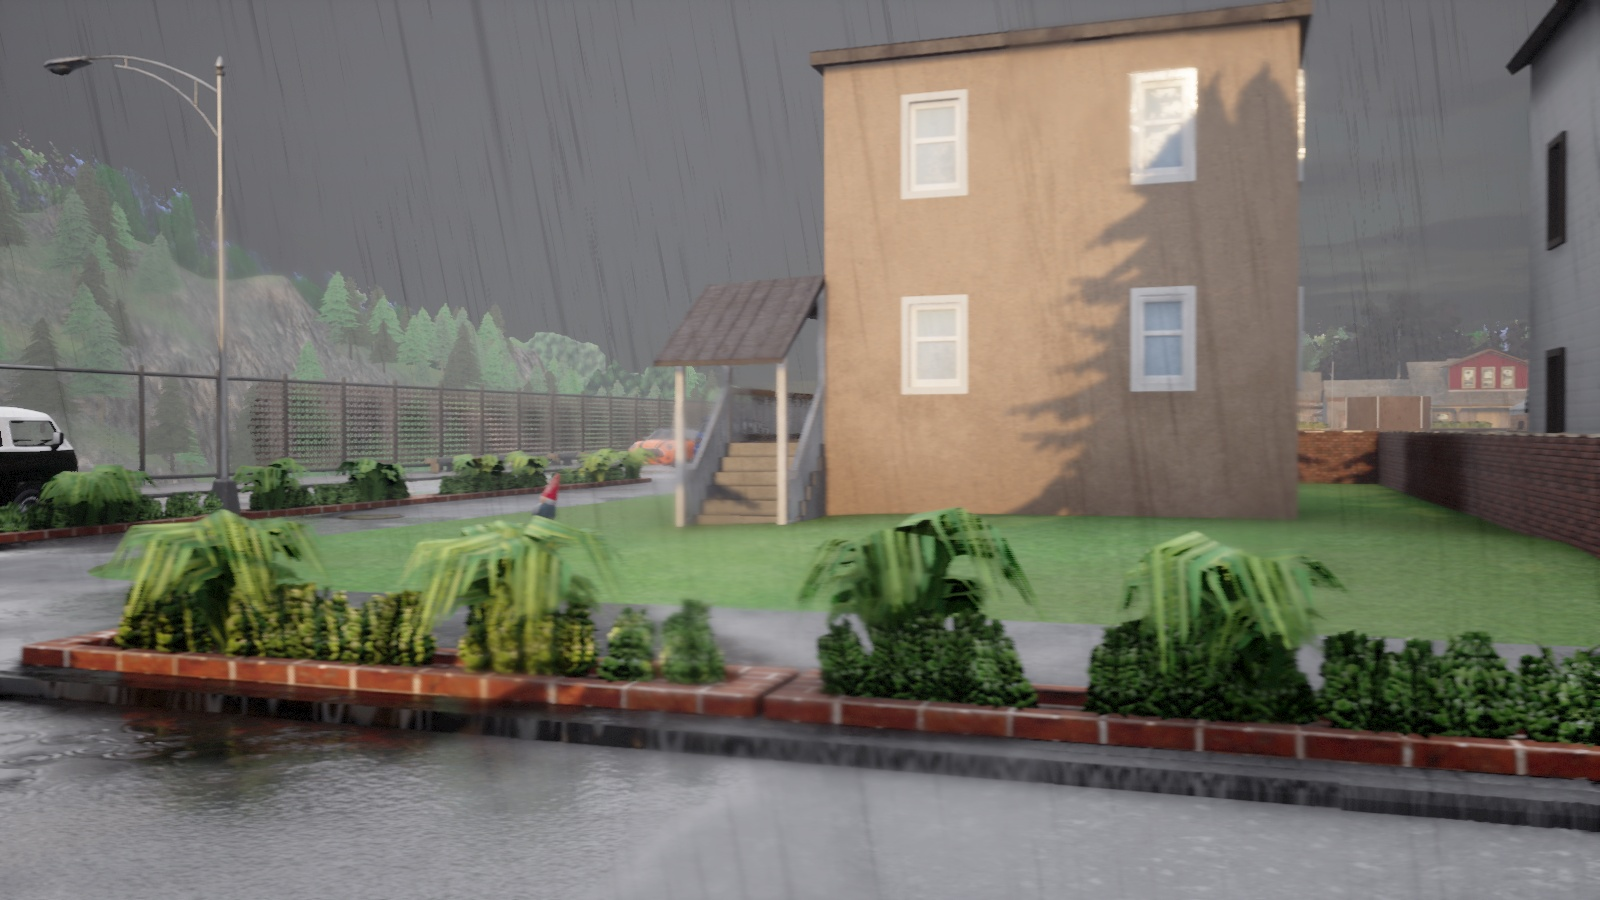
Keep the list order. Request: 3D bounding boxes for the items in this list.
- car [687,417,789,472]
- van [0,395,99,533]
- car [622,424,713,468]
[{"bbox_3d":[-2.359,-0.262,49.849,2.150,2.045,5.566,1,1,19],"label":"car"},{"bbox_3d":[-12.885,0.207,18.354,2.069,2.038,4.480,0,1,15],"label":"van"},{"bbox_3d":[-5.520,-0.185,53.003,2.097,1.767,4.553,1,1,19],"label":"car"}]
